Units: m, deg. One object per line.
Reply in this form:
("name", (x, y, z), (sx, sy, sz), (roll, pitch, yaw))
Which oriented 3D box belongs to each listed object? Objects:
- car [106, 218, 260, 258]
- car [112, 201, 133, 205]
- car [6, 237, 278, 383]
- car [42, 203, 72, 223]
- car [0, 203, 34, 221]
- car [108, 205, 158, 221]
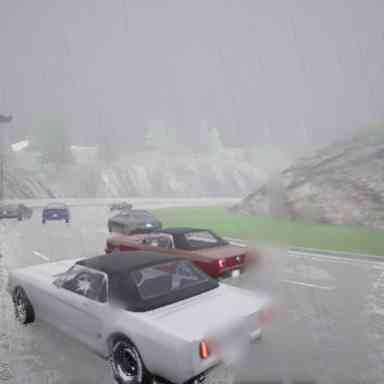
("car", (-0.536, 1.664, 9.504), (4.718, 1.301, 1.895), (0, -1, 44))
("car", (-9.033, 1.842, 42.997), (1.895, 1.301, 4.718), (0, 0, 5))
("car", (-1.182, 1.633, 5.343), (4.718, 1.301, 1.895), (0, 0, 41))
("car", (-10.915, 1.604, 27.043), (1.882, 1.535, 5.008), (0, 0, -18))
("car", (-14.899, 1.660, 28.057), (2.033, 1.411, 5.357), (0, 0, -13))
("car", (-3.290, 1.673, 18.612), (1.994, 1.385, 4.181), (0, 0, -33))
